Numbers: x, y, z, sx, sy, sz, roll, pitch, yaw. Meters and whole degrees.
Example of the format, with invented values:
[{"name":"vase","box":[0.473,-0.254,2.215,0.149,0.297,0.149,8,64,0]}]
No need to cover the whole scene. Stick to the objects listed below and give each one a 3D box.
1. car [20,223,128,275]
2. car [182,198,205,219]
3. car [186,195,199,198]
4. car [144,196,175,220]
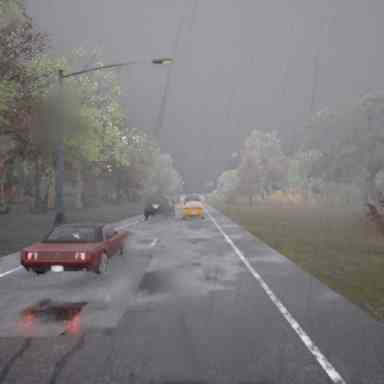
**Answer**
[{"name":"car","box":[-3.341,1.640,10.549,1.895,1.301,4.718,0,0,1]},{"name":"car","box":[0.125,1.591,30.166,1.882,1.535,5.008,0,0,0]},{"name":"car","box":[0.075,1.391,44.271,2.150,2.045,5.566,0,0,1]},{"name":"car","box":[-2.806,1.331,29.392,2.150,2.045,5.566,0,0,2]}]
